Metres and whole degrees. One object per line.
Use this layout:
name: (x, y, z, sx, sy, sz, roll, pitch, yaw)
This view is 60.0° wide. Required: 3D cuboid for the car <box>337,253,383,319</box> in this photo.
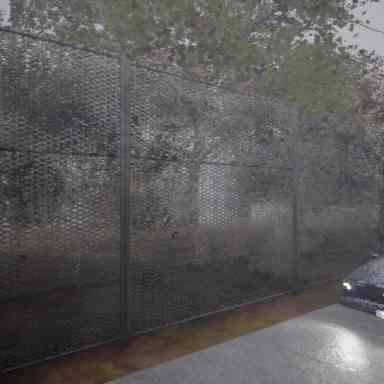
car: (5.211, 1.565, 6.779, 5.357, 1.411, 2.033, 0, 0, -35)
